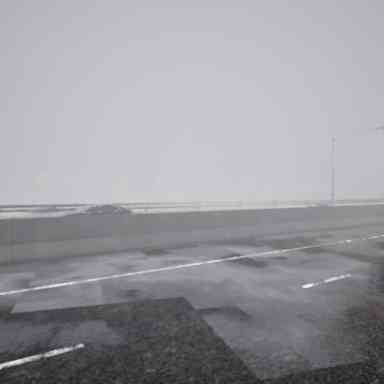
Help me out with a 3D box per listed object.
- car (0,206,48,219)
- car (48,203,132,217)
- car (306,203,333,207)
[{"bbox_3d":[-10.370,1.600,22.375,4.718,1.301,1.895,0,0,-35],"label":"car"},{"bbox_3d":[-6.131,1.510,21.083,4.892,1.490,1.837,0,0,-35],"label":"car"},{"bbox_3d":[10.886,1.610,28.681,4.181,1.385,1.994,0,0,-34],"label":"car"}]
